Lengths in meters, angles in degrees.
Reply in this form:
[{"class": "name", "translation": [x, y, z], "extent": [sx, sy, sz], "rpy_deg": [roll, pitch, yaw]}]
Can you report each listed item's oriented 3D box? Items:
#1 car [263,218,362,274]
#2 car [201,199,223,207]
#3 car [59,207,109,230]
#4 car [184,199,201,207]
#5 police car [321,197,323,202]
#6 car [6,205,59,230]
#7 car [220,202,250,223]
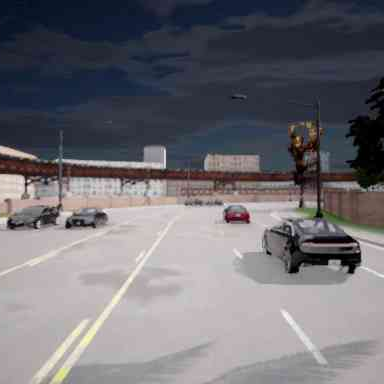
[{"class": "car", "translation": [3.600, 1.581, 10.811], "extent": [2.128, 1.511, 4.902], "rpy_deg": [0, 0, 0]}, {"class": "car", "translation": [4.194, 2.006, 62.473], "extent": [1.812, 1.442, 4.674], "rpy_deg": [-1, -1, 36]}, {"class": "car", "translation": [-7.034, 1.748, 22.610], "extent": [1.994, 1.385, 4.181], "rpy_deg": [0, 0, 1]}, {"class": "car", "translation": [0.400, 2.040, 63.232], "extent": [1.837, 1.490, 4.892], "rpy_deg": [-2, -1, 35]}, {"class": "police car", "translation": [31.509, 1.693, 77.270], "extent": [5.238, 1.638, 1.930], "rpy_deg": [-1, -1, -28]}, {"class": "car", "translation": [-10.538, 1.688, 22.518], "extent": [1.837, 1.490, 4.892], "rpy_deg": [0, 0, 1]}, {"class": "car", "translation": [3.695, 1.792, 28.012], "extent": [1.994, 1.385, 4.181], "rpy_deg": [0, 0, 3]}]
